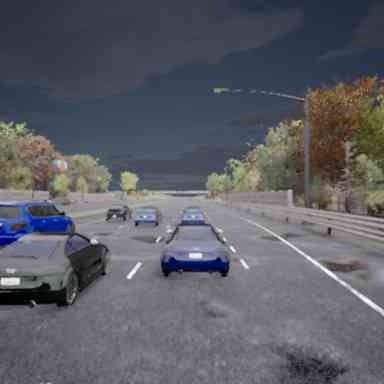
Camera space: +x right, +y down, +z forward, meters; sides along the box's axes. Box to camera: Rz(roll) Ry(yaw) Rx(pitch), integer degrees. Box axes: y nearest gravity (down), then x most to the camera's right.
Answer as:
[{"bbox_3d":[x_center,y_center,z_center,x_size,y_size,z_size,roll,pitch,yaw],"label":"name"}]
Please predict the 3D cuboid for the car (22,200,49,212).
[{"bbox_3d":[-24.576,2.113,52.581,2.097,1.767,4.553,0,-1,0],"label":"car"}]

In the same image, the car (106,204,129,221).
[{"bbox_3d":[-6.914,1.961,32.138,1.837,1.490,4.892,0,-1,0],"label":"car"}]

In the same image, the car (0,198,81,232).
[{"bbox_3d":[-6.908,1.419,14.220,2.150,2.045,5.566,0,-1,0],"label":"car"}]

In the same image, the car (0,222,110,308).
[{"bbox_3d":[-3.406,1.679,8.265,1.994,1.385,4.181,0,-1,0],"label":"car"}]

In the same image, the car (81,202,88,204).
[{"bbox_3d":[-17.577,2.316,53.029,2.033,1.411,5.357,0,-1,1],"label":"car"}]

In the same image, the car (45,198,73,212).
[{"bbox_3d":[-21.076,1.987,52.936,2.150,2.045,5.566,0,-1,0],"label":"car"}]

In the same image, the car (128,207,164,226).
[{"bbox_3d":[-3.413,1.927,26.873,2.033,1.411,5.357,0,-1,0],"label":"car"}]

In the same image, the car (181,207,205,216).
[{"bbox_3d":[0.089,1.928,26.895,2.033,1.411,5.357,0,-1,0],"label":"car"}]

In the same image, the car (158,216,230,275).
[{"bbox_3d":[0.094,1.717,10.977,1.994,1.385,4.181,0,-1,0],"label":"car"}]

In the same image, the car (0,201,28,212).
[{"bbox_3d":[-28.068,2.262,52.418,1.837,1.490,4.892,0,0,0],"label":"car"}]
